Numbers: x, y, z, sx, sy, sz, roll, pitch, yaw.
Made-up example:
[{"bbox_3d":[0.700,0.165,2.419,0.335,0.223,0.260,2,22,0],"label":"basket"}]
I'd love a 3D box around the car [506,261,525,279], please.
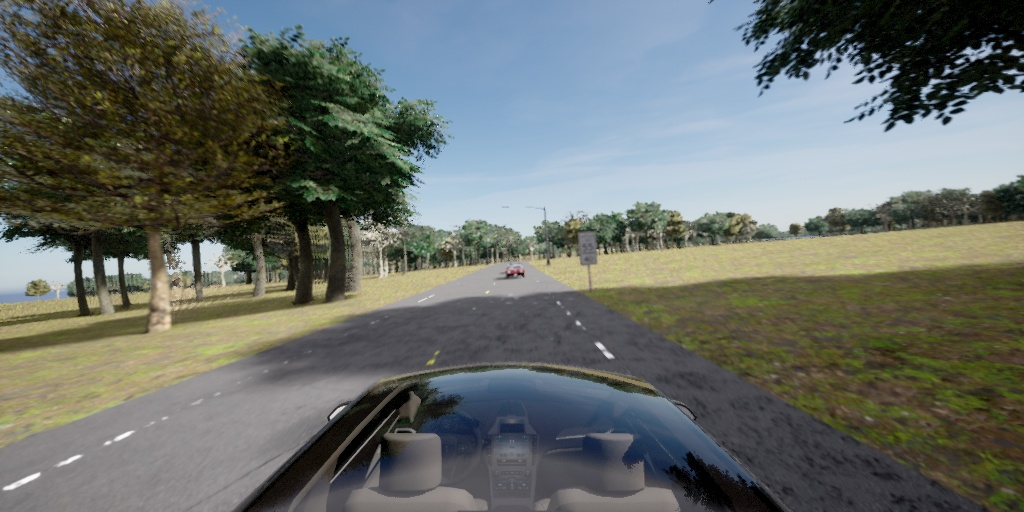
[{"bbox_3d":[0.339,1.540,36.631,1.895,1.301,4.718,-4,0,1],"label":"car"}]
